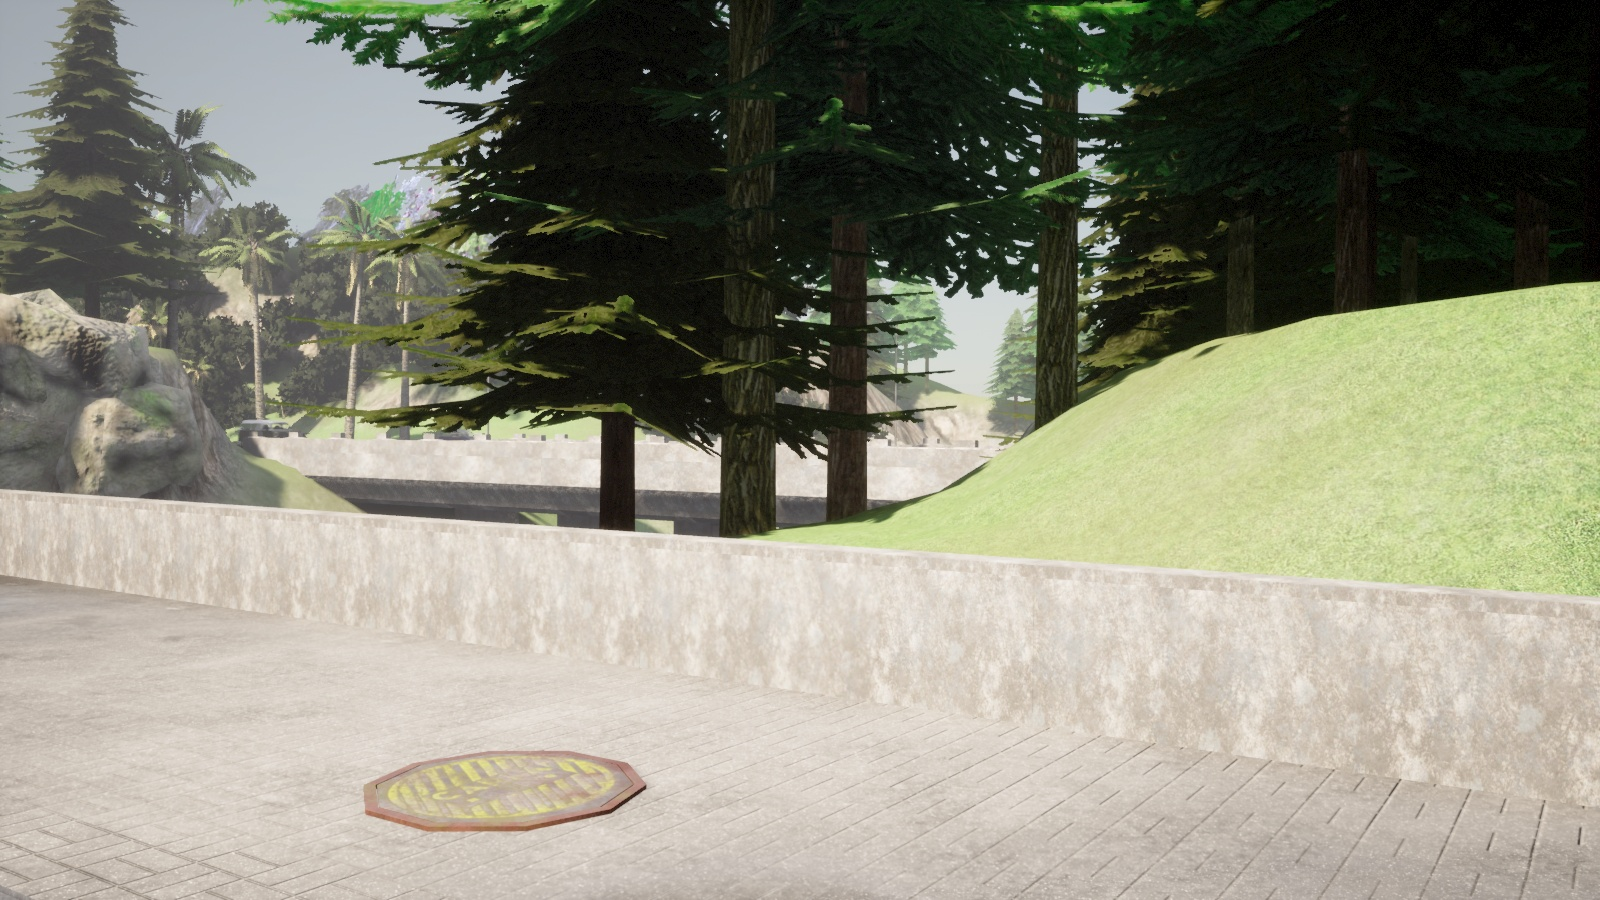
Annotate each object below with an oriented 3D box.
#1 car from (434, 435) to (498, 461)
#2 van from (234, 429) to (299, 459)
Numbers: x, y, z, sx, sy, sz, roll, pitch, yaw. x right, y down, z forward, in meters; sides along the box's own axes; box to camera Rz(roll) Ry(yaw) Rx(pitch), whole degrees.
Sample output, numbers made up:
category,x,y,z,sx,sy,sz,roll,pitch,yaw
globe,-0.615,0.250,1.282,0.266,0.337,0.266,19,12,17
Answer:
category,x,y,z,sx,sy,sz,roll,pitch,yaw
car,-20.569,-0.123,77.305,3.633,1.501,1.845,0,1,34
van,-37.667,-0.414,88.635,4.480,2.038,2.069,0,1,34
